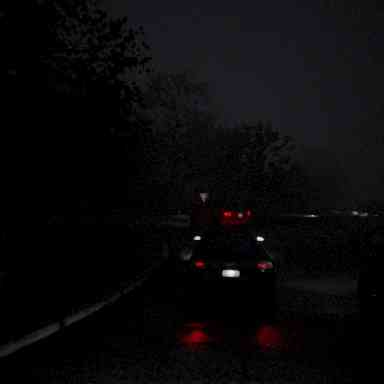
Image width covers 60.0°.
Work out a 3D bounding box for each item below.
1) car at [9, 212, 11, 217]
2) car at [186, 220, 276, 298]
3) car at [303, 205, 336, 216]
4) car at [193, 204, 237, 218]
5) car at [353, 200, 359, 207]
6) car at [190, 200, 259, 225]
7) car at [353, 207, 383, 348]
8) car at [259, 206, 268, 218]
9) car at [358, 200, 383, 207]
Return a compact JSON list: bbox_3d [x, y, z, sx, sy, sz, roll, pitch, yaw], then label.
[{"bbox_3d":[-19.641,1.937,31.451,4.674,1.442,1.812,0,-1,2],"label":"car"},{"bbox_3d":[0.978,1.679,8.872,1.994,1.385,4.181,0,-1,5],"label":"car"},{"bbox_3d":[17.703,2.517,46.002,5.357,1.411,2.033,2,-2,-35],"label":"car"},{"bbox_3d":[2.615,2.108,37.699,4.674,1.442,1.812,1,-1,-27],"label":"car"},{"bbox_3d":[30.826,2.524,60.886,2.150,2.045,5.566,0,-1,28],"label":"car"},{"bbox_3d":[1.815,1.533,22.513,2.150,2.045,5.566,0,-1,-24],"label":"car"},{"bbox_3d":[3.634,1.252,3.190,2.150,2.045,5.566,0,-2,6],"label":"car"},{"bbox_3d":[5.878,2.084,35.767,4.892,1.490,1.837,1,-1,-26],"label":"car"},{"bbox_3d":[27.608,2.371,50.759,2.150,2.045,5.566,0,-1,40],"label":"car"}]
